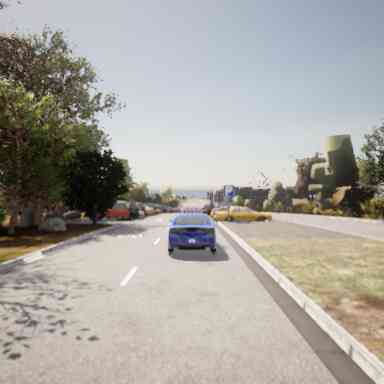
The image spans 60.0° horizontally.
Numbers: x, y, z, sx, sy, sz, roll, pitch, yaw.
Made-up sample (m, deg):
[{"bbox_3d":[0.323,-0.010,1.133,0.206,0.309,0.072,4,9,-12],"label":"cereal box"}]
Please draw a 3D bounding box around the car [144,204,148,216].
[{"bbox_3d":[-8.344,2.406,39.448,5.366,1.575,1.946,0,-2,0],"label":"car"}]

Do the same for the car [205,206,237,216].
[{"bbox_3d":[4.549,3.019,53.093,5.008,1.535,2.097,0,-3,0],"label":"car"}]

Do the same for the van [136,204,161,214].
[{"bbox_3d":[-8.405,3.298,64.362,4.442,1.987,1.878,0,-3,0],"label":"van"}]

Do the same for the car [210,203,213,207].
[{"bbox_3d":[4.544,2.176,33.686,4.892,1.521,2.231,0,-2,0],"label":"car"}]

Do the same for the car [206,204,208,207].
[{"bbox_3d":[4.580,2.271,42.010,5.566,2.045,2.435,0,-3,0],"label":"car"}]

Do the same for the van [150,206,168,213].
[{"bbox_3d":[-8.633,4.566,86.345,4.442,1.987,1.878,0,-3,0],"label":"van"}]

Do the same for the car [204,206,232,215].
[{"bbox_3d":[4.586,3.297,58.637,4.792,1.488,2.163,0,-3,0],"label":"car"}]

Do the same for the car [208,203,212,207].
[{"bbox_3d":[4.544,2.284,36.456,5.008,1.535,2.097,0,-2,0],"label":"car"}]

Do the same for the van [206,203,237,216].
[{"bbox_3d":[4.437,2.669,50.329,4.442,1.987,1.878,0,-3,0],"label":"van"}]

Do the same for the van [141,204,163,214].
[{"bbox_3d":[-8.404,3.554,69.747,4.442,1.987,1.878,0,-3,0],"label":"van"}]

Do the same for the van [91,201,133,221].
[{"bbox_3d":[-8.648,1.953,33.801,4.442,1.987,1.878,0,-2,0],"label":"van"}]

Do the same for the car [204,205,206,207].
[{"bbox_3d":[0.014,2.026,29.518,1.882,1.535,5.008,0,-2,0],"label":"car"}]

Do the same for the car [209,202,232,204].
[{"bbox_3d":[4.520,2.275,39.236,4.553,1.767,2.185,0,-3,0],"label":"car"}]

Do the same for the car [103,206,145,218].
[{"bbox_3d":[-8.522,2.532,42.212,4.892,1.521,2.231,0,-3,0],"label":"car"}]

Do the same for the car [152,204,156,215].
[{"bbox_3d":[-8.521,2.897,50.390,5.008,1.535,2.097,0,-3,0],"label":"car"}]

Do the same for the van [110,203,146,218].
[{"bbox_3d":[-8.644,2.429,44.990,4.442,1.987,1.878,0,-3,0],"label":"van"}]

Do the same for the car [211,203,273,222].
[{"bbox_3d":[4.734,2.072,30.919,5.366,1.575,1.946,0,-2,0],"label":"car"}]

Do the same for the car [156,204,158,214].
[{"bbox_3d":[-8.520,3.027,53.283,5.008,1.535,2.097,0,-3,0],"label":"car"}]

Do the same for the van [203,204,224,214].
[{"bbox_3d":[4.677,3.722,72.497,4.442,1.987,1.878,0,-3,0],"label":"van"}]

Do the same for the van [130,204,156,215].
[{"bbox_3d":[-8.641,3.050,58.828,4.442,1.987,1.878,0,-3,0],"label":"van"}]

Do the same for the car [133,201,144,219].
[{"bbox_3d":[-8.557,2.040,36.692,5.566,2.045,2.435,0,-2,0],"label":"car"}]

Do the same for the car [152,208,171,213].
[{"bbox_3d":[-8.509,5.135,91.987,5.008,1.535,2.097,0,-3,0],"label":"car"}]

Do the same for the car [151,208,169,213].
[{"bbox_3d":[-8.518,5.000,89.095,4.674,1.452,2.002,0,-3,0],"label":"car"}]

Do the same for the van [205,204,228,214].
[{"bbox_3d":[4.674,3.291,64.196,4.442,1.987,1.878,0,-3,0],"label":"van"}]

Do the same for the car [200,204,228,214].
[{"bbox_3d":[4.531,3.528,69.728,5.566,2.045,2.435,0,-3,0],"label":"car"}]

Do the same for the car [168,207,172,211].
[{"bbox_3d":[-3.480,4.015,72.468,1.994,1.385,4.181,0,-3,0],"label":"car"}]

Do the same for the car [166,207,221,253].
[{"bbox_3d":[0.011,1.648,14.487,1.882,1.535,5.008,0,-1,0],"label":"car"}]

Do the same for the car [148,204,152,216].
[{"bbox_3d":[-8.495,2.654,47.753,4.553,1.767,2.185,0,-3,0],"label":"car"}]

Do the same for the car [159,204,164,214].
[{"bbox_3d":[-8.338,3.396,61.586,5.366,1.575,1.946,0,-3,0],"label":"car"}]
